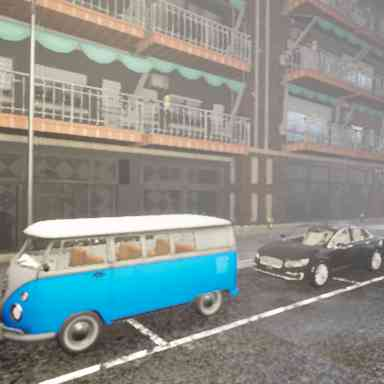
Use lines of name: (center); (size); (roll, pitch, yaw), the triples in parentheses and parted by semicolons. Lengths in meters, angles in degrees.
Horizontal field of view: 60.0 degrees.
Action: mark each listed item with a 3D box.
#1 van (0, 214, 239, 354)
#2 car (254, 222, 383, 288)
van: (-1.023, 1.335, 5.816); (3.998, 1.788, 1.690); (0, 1, -36)
car: (3.611, 1.530, 9.109); (4.403, 1.369, 2.008); (0, 1, -36)
